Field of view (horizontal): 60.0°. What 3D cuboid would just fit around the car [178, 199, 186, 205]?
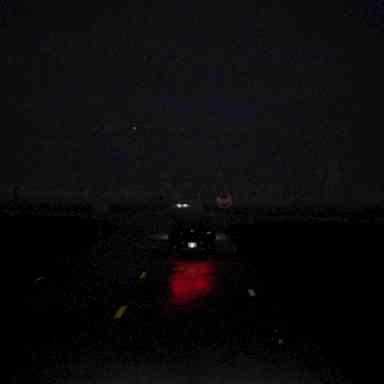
[{"bbox_3d":[-2.427,2.516,83.240,1.895,1.301,4.718,0,-1,0],"label":"car"}]

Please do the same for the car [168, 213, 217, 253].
[{"bbox_3d":[0.006,1.650,14.302,1.837,1.490,4.892,0,0,0],"label":"car"}]
